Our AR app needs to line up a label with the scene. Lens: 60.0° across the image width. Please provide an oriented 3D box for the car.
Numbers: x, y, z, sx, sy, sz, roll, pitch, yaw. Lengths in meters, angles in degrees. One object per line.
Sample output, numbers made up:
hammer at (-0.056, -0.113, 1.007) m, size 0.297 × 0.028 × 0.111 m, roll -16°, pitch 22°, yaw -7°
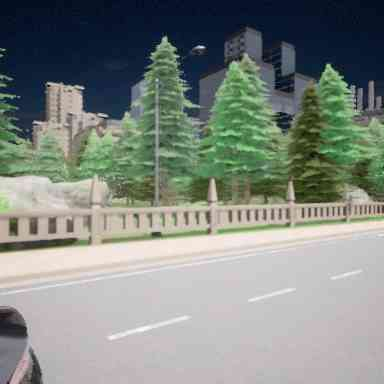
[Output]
car at (-3.374, 1.494, 1.568) m, size 4.902 × 1.511 × 2.128 m, roll 0°, pitch 0°, yaw -35°
